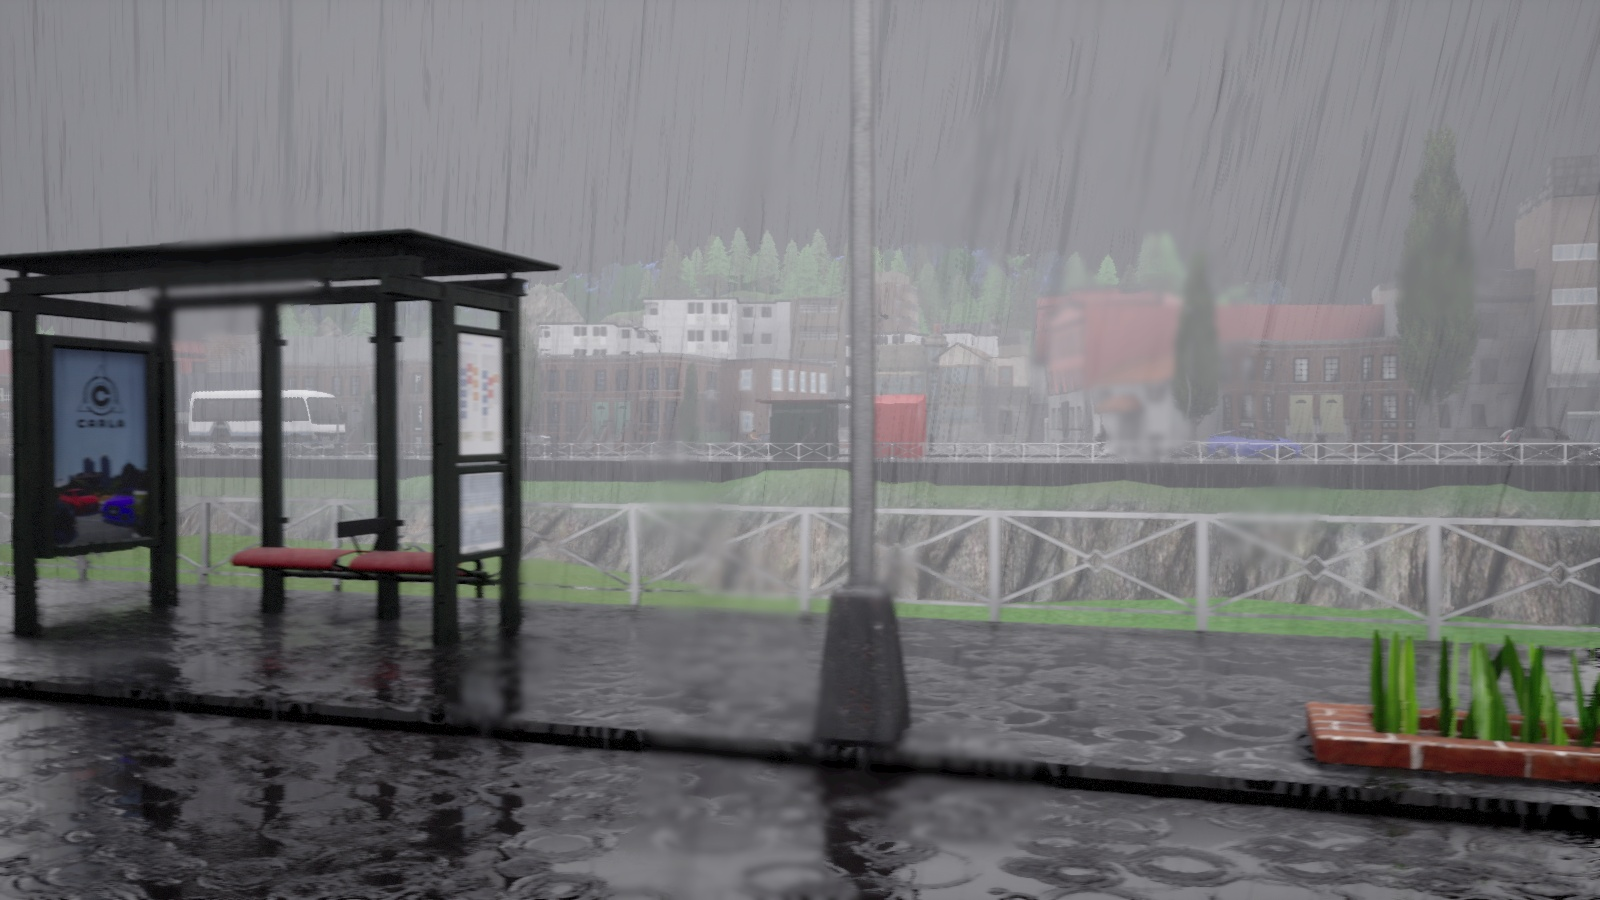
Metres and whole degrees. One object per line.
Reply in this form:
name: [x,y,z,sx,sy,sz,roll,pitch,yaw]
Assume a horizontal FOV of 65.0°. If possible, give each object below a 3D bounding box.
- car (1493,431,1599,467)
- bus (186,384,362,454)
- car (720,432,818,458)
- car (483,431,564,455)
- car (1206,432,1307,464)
car: [34.107,-0.065,57.352,3.988,1.617,1.851,1,1,19]
bus: [-33.510,-1.958,80.059,10.273,4.253,3.944,1,1,19]
car: [-1.813,-0.312,73.646,5.357,1.411,2.033,1,1,19]
car: [-17.350,-0.476,78.868,4.674,1.442,1.812,1,1,19]
car: [22.242,-0.125,61.340,4.514,1.525,2.007,1,1,19]
